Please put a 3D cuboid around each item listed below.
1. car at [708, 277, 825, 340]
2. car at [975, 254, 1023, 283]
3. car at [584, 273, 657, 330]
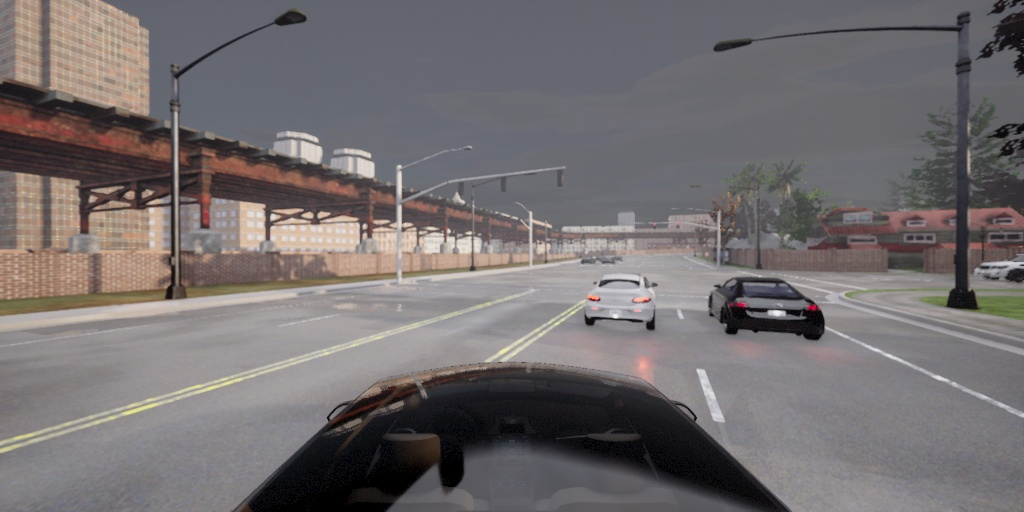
[{"bbox_3d":[6.806,1.268,10.037,1.994,1.385,4.181,0,0,22],"label":"car"},{"bbox_3d":[36.892,0.812,25.149,5.566,2.045,2.150,0,0,20],"label":"car"},{"bbox_3d":[3.429,1.230,11.058,1.812,1.442,4.674,0,0,22],"label":"car"}]
